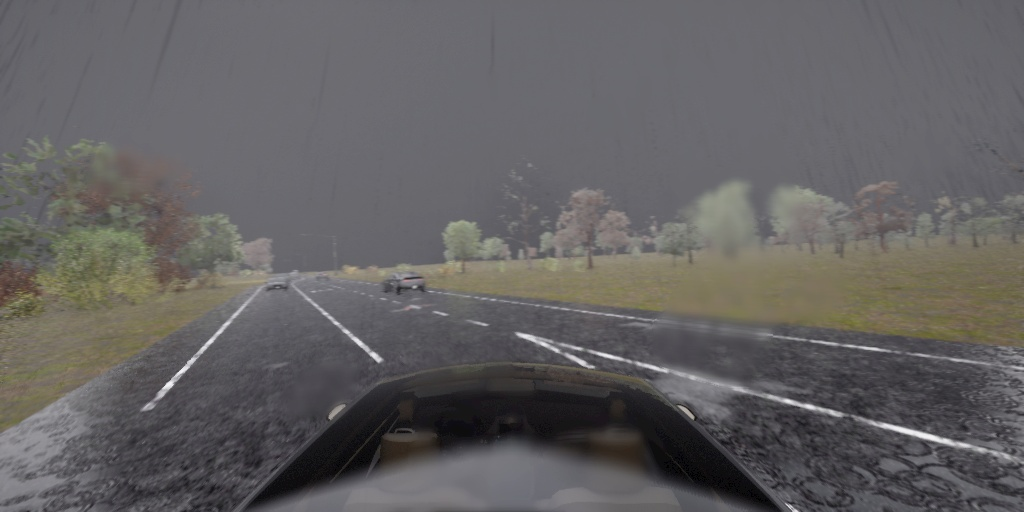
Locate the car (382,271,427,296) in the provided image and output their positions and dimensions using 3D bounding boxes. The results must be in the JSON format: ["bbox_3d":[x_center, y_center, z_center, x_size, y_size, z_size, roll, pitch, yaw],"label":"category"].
[{"bbox_3d":[-7.291,1.787,23.965,2.128,1.511,4.902,-3,0,-33],"label":"car"}]

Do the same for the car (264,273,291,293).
[{"bbox_3d":[-24.215,2.889,37.005,1.837,1.490,4.892,-3,0,-33],"label":"car"}]
